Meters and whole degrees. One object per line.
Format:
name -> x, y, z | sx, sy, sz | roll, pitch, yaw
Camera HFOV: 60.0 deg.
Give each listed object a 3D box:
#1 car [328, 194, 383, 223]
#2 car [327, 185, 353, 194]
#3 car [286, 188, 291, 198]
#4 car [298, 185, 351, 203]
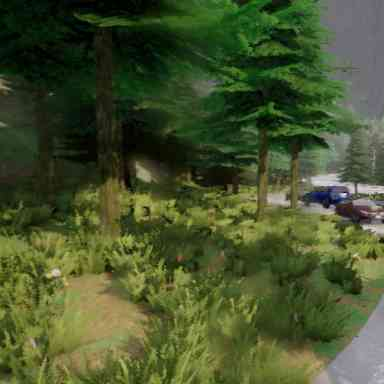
car -> 10.555, 1.093, 21.010 | 1.812, 1.442, 4.674 | 0, 1, 2
car -> 26.479, -0.473, 59.614 | 4.181, 1.385, 1.994 | -3, 7, -28
car -> 13.579, 0.254, 43.451 | 2.097, 1.767, 4.553 | 2, 2, 24
car -> 12.836, 0.410, 31.974 | 2.150, 2.045, 5.566 | -2, 2, -10
